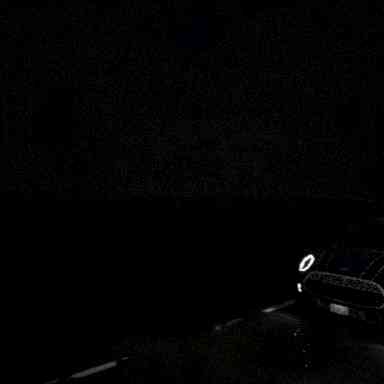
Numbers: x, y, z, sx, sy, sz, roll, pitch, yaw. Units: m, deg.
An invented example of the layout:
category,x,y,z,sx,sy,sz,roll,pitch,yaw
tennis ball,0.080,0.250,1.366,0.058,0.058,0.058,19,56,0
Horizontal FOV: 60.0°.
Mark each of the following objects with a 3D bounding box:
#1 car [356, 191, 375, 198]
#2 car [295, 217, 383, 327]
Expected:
category,x,y,z,sx,sy,sz,roll,pitch,yaw
car,37.817,0.501,72.599,1.882,1.535,5.008,1,1,-1
car,4.127,1.357,7.018,4.553,1.767,2.097,0,0,-41
